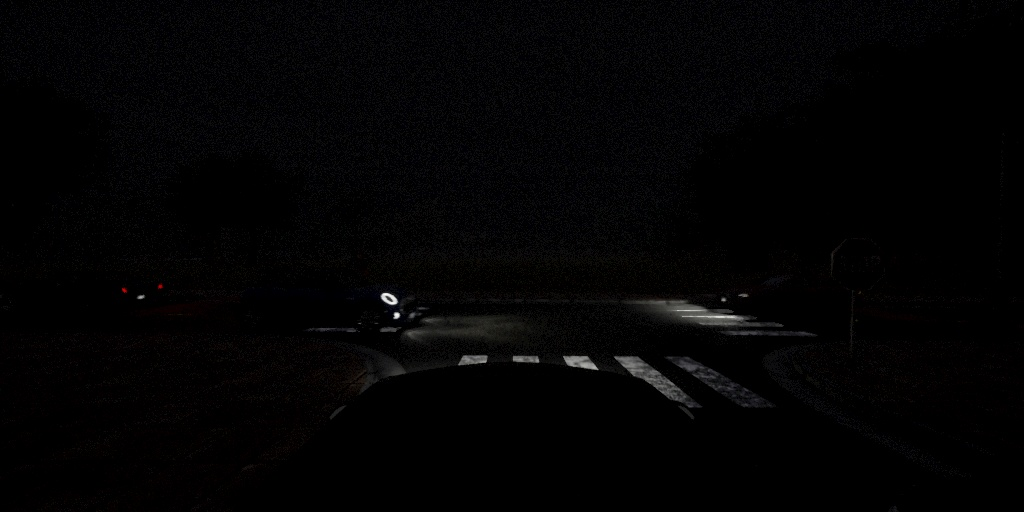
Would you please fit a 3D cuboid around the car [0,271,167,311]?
[{"bbox_3d":[-16.002,1.237,13.331,4.718,1.301,1.895,0,1,0],"label":"car"}]

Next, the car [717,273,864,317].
[{"bbox_3d":[10.134,1.351,13.195,4.674,1.442,1.812,1,1,0],"label":"car"}]

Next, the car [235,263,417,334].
[{"bbox_3d":[-5.129,1.109,10.326,4.553,1.767,2.097,0,1,0],"label":"car"}]

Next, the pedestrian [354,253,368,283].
[{"bbox_3d":[-6.804,0.757,16.187,0.375,1.860,0.375,0,1,0],"label":"pedestrian"}]
